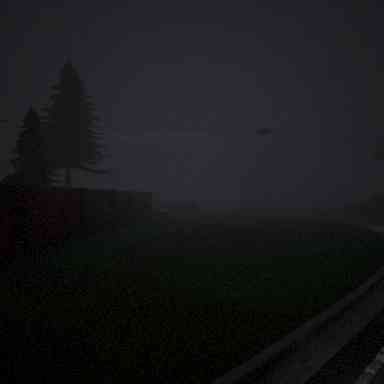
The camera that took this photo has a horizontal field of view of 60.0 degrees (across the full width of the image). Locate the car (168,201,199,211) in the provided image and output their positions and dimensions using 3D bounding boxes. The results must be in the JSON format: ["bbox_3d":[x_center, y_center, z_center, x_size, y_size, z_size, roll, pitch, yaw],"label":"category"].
[{"bbox_3d":[-1.245,2.047,48.171,4.674,1.442,1.812,0,-1,16],"label":"car"}]
